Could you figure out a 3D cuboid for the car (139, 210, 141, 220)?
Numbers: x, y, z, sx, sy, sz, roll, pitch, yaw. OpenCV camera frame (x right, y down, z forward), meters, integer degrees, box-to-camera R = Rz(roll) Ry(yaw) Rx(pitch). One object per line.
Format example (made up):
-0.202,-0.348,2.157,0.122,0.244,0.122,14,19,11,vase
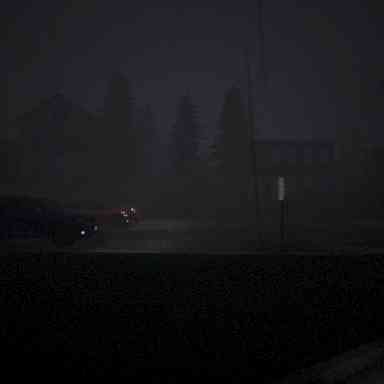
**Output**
-6.075,1.325,24.718,4.553,1.767,2.097,1,0,0,car

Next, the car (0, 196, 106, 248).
-6.873,1.182,14.227,5.566,2.045,2.150,0,0,0,car

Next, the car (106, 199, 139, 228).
-6.023,1.322,21.217,4.553,1.767,2.097,1,0,0,car
